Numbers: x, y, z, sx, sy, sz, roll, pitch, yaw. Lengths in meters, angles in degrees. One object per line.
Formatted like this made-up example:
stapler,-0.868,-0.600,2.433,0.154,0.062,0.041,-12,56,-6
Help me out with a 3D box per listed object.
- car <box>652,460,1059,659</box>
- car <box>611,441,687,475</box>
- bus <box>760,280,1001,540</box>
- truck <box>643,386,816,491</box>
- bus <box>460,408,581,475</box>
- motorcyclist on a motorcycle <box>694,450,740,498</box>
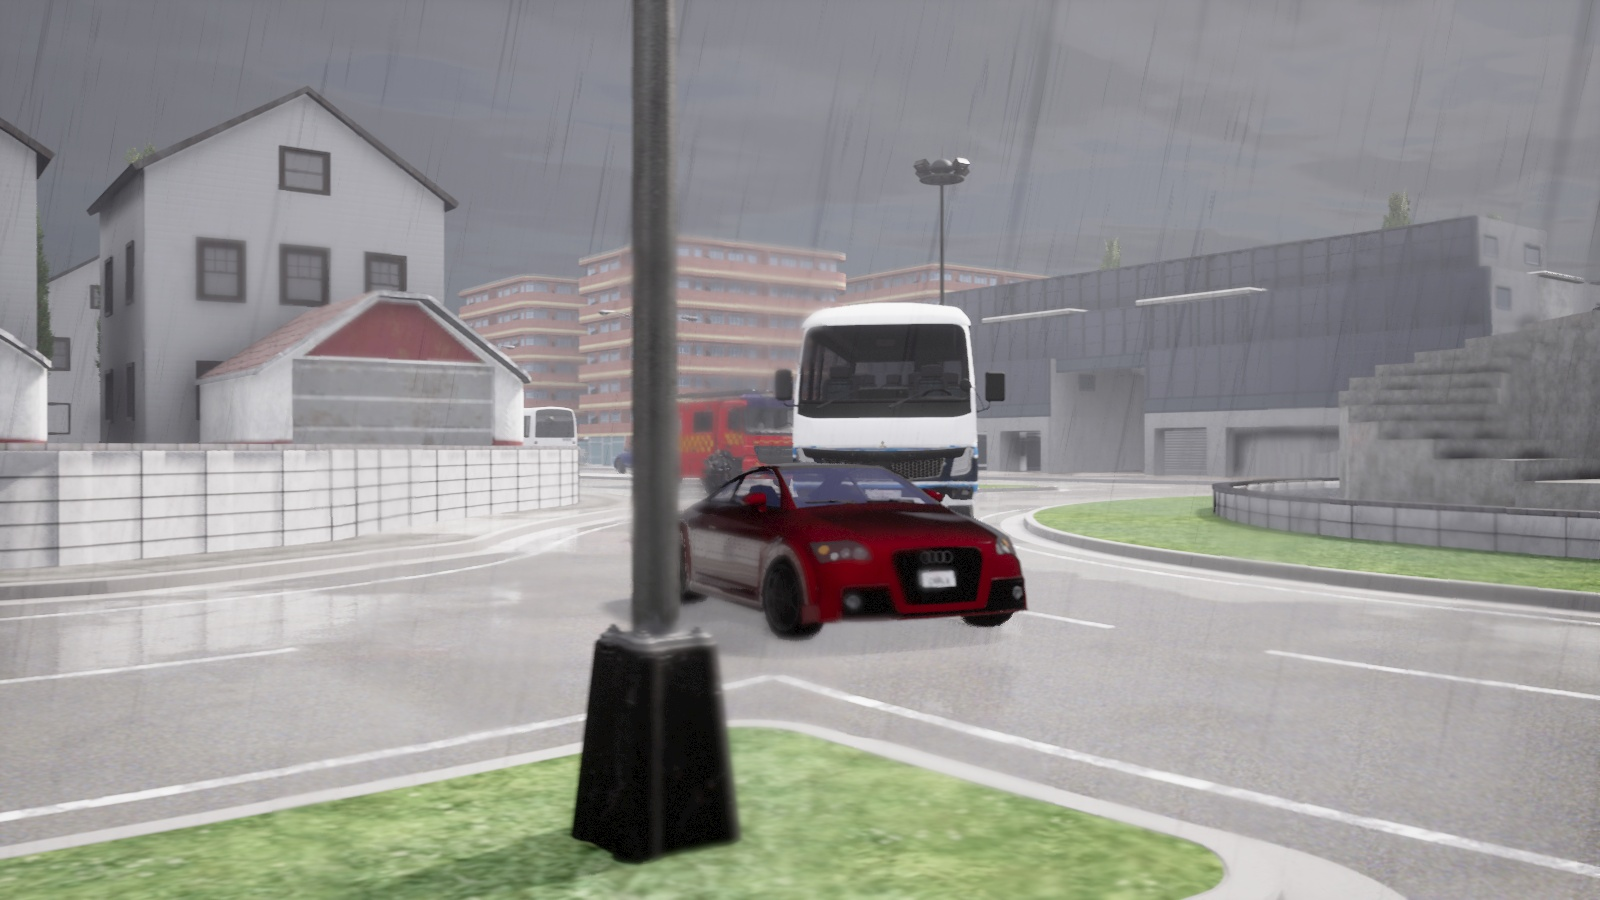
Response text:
car,0.257,0.803,11.315,1.994,1.385,4.181,0,0,-24
car,-9.431,0.490,77.895,2.150,2.045,5.566,0,0,-37
bus,1.988,-0.655,25.890,3.944,4.253,10.273,-1,0,8
truck,-2.996,-0.421,50.036,2.891,3.827,8.468,0,0,-34
bus,-18.974,-0.547,84.621,3.944,4.253,10.273,0,0,-37
motorcyclist on a motorcycle,-2.767,0.780,41.805,0.866,1.530,2.191,0,0,-22
